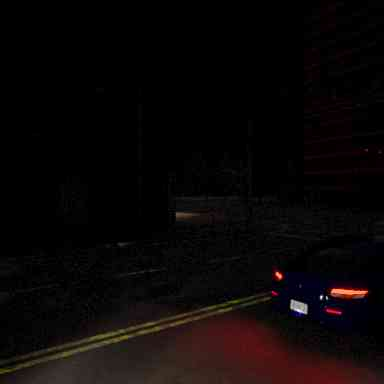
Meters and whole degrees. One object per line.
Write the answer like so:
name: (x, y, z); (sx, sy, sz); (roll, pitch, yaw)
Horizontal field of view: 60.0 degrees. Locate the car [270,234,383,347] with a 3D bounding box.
car: (3.453, 1.526, 6.234); (4.674, 1.442, 1.812); (0, 0, -35)
